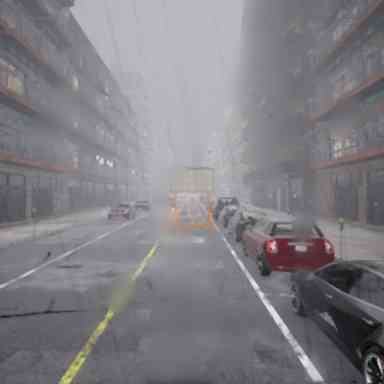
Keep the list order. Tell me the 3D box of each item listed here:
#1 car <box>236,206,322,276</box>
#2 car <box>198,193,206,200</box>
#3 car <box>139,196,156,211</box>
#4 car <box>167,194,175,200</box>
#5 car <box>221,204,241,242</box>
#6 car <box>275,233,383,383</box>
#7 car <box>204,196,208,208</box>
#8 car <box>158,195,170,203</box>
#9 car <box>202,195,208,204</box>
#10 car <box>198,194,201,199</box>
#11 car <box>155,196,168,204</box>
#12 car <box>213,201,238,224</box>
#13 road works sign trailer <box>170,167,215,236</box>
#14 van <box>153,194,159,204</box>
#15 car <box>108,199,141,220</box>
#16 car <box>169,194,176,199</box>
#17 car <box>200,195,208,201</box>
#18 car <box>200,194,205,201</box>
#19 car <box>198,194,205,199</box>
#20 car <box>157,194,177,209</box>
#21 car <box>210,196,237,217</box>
[{"bbox_3d":[2.709,1.420,10.200,1.967,1.590,4.097,1,0,0],"label":"car"},{"bbox_3d":[2.765,1.193,89.590,1.967,1.590,4.097,1,0,0],"label":"car"},{"bbox_3d":[-5.653,1.475,38.620,1.947,1.339,4.313,1,0,0],"label":"car"},{"bbox_3d":[-5.617,1.319,89.662,1.947,1.339,4.313,1,0,0],"label":"car"},{"bbox_3d":[2.711,1.518,15.871,2.008,1.369,4.403,1,0,0],"label":"car"},{"bbox_3d":[2.703,1.557,4.529,1.947,1.339,4.313,1,0,0],"label":"car"},{"bbox_3d":[2.727,1.454,38.554,1.887,1.381,4.507,1,0,0],"label":"car"},{"bbox_3d":[-5.632,1.379,66.977,2.008,1.369,4.403,1,0,0],"label":"car"},{"bbox_3d":[2.731,1.439,44.225,1.887,1.381,4.507,1,0,0],"label":"car"},{"bbox_3d":[2.753,1.250,72.579,1.967,1.590,4.097,1,0,0],"label":"car"},{"bbox_3d":[-5.637,1.391,61.304,1.887,1.381,4.507,1,0,0],"label":"car"},{"bbox_3d":[2.715,1.504,21.541,2.008,1.369,4.403,1,0,0],"label":"car"},{"bbox_3d":[0.011,0.426,18.148,2.380,3.560,2.880,0,0,0],"label":"road works sign trailer"},{"bbox_3d":[-5.638,1.204,55.633,1.690,1.788,3.998,1,0,0],"label":"van"},{"bbox_3d":[-5.661,1.521,27.276,1.802,1.307,4.206,1,0,0],"label":"car"},{"bbox_3d":[-5.612,1.259,95.163,1.752,1.417,4.829,1,0,0],"label":"car"},{"bbox_3d":[2.757,1.373,78.252,1.802,1.307,4.206,1,0,0],"label":"car"},{"bbox_3d":[2.740,1.387,55.737,1.752,1.417,4.829,1,0,0],"label":"car"},{"bbox_3d":[2.768,1.278,95.262,1.887,1.381,4.507,1,0,0],"label":"car"},{"bbox_3d":[-3.062,1.402,43.233,1.837,1.490,4.892,0,0,0],"label":"car"},{"bbox_3d":[2.722,1.254,27.212,2.192,1.841,5.009,1,0,0],"label":"car"}]
